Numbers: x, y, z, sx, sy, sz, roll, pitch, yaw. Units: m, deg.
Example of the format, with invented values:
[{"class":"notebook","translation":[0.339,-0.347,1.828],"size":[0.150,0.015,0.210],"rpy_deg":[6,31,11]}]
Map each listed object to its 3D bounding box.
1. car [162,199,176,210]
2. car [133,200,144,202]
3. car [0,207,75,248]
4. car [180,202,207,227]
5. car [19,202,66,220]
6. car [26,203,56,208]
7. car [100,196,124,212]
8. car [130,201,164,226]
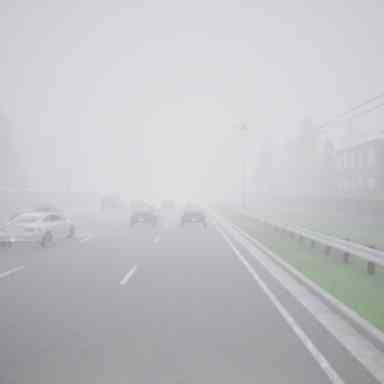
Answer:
[{"class":"car","translation":[-3.405,1.796,47.691],"size":[2.128,1.511,4.902],"rpy_deg":[0,0,0]},{"class":"car","translation":[-6.903,1.756,43.699],"size":[1.882,1.535,5.008],"rpy_deg":[0,0,0]},{"class":"car","translation":[-6.917,1.623,15.182],"size":[1.812,1.442,4.674],"rpy_deg":[0,0,0]},{"class":"car","translation":[0.099,1.681,24.310],"size":[1.812,1.442,4.674],"rpy_deg":[0,0,0]},{"class":"car","translation":[-13.902,1.747,31.319],"size":[2.033,1.411,5.357],"rpy_deg":[0,0,0]},{"class":"car","translation":[-10.402,1.670,22.622],"size":[1.812,1.442,4.674],"rpy_deg":[0,0,0]},{"class":"car","translation":[-10.404,1.501,43.658],"size":[2.150,2.045,5.566],"rpy_deg":[0,0,0]},{"class":"car","translation":[-3.401,1.683,24.624],"size":[1.812,1.442,4.674],"rpy_deg":[0,0,0]}]
